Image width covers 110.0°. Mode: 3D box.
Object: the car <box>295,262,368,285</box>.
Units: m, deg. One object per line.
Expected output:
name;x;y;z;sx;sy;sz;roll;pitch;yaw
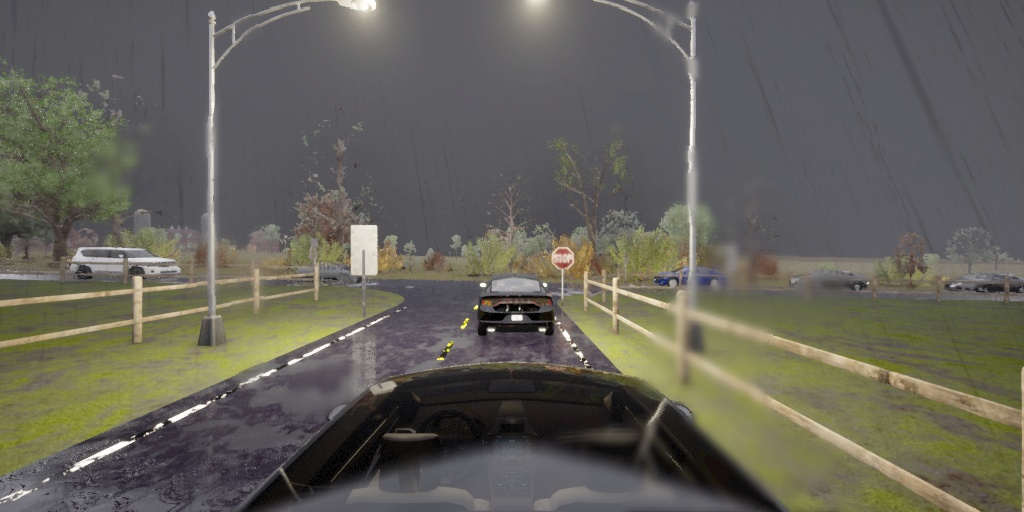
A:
car;-11.613;1.107;23.189;4.181;1.385;1.994;1;1;0

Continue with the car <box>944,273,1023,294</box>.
car;34.629;1.986;26.123;4.902;1.511;2.128;1;1;0

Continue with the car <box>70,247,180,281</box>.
car;-24.890;0.479;23.184;5.566;2.045;2.150;1;1;0

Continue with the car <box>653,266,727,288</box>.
car;12.891;1.510;26.101;5.008;1.535;1.882;1;1;-1

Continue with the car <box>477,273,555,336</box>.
car;0.062;1.226;10.470;1.882;1.535;5.008;0;0;-1

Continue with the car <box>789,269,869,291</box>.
car;23.038;1.740;26.134;4.902;1.511;2.128;1;1;0
